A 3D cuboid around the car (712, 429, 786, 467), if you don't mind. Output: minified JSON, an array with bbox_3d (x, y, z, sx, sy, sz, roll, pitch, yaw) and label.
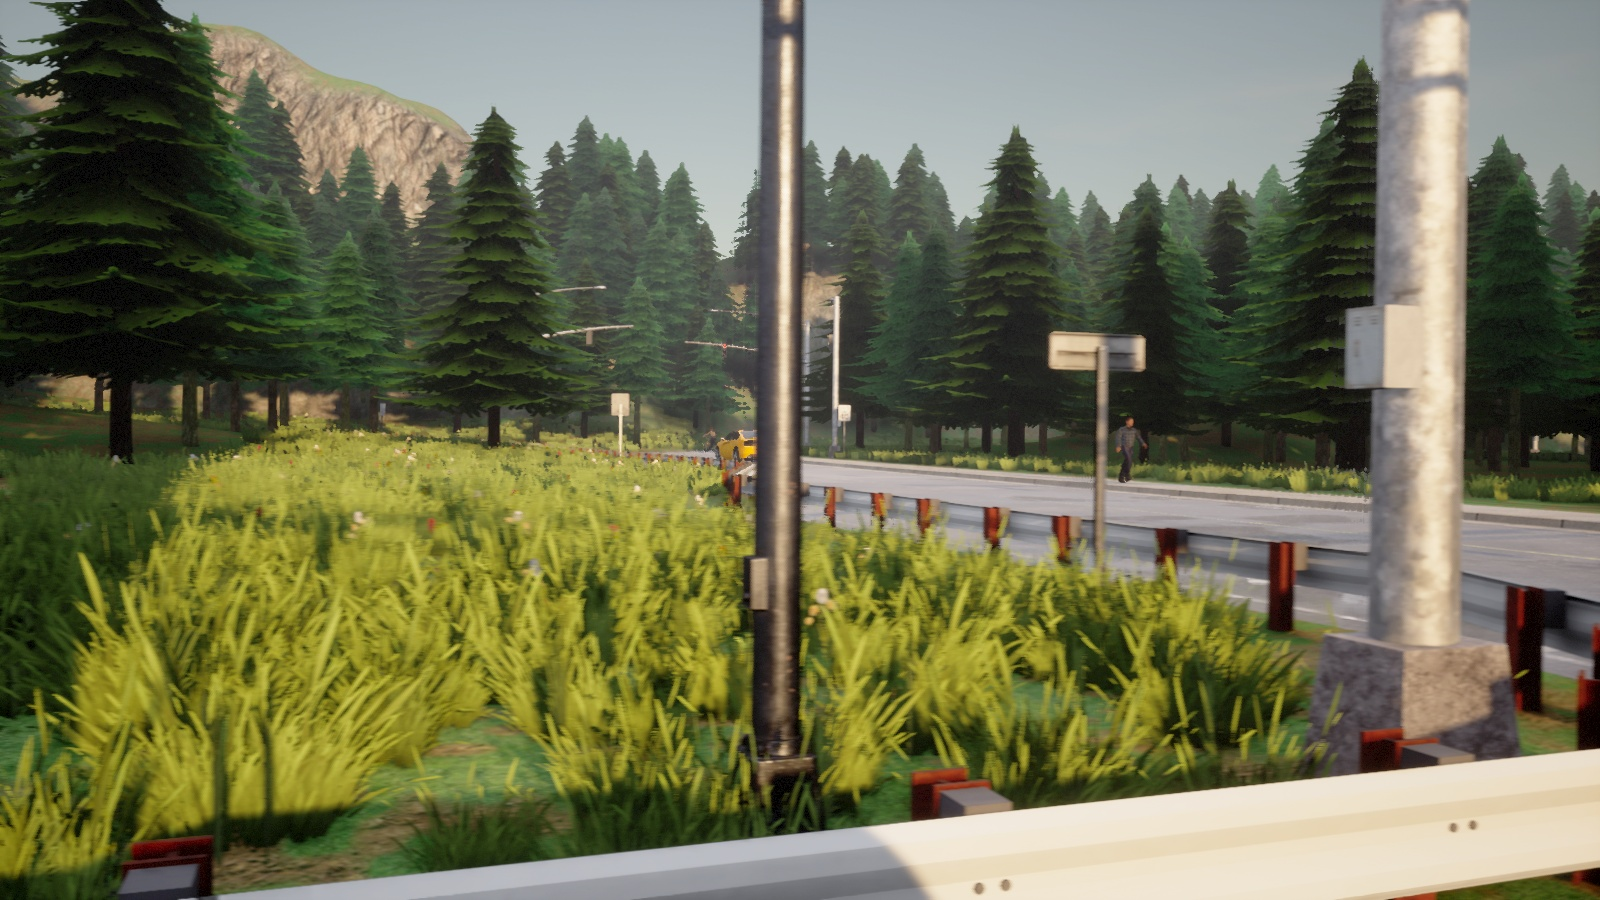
[{"bbox_3d":[-2.282,-0.109,54.739,1.882,1.535,5.008,-1,1,-19],"label":"car"}]

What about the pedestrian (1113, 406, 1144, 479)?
[{"bbox_3d":[8.944,-0.215,34.188,0.423,1.949,0.788,-1,1,-19],"label":"pedestrian"}]
